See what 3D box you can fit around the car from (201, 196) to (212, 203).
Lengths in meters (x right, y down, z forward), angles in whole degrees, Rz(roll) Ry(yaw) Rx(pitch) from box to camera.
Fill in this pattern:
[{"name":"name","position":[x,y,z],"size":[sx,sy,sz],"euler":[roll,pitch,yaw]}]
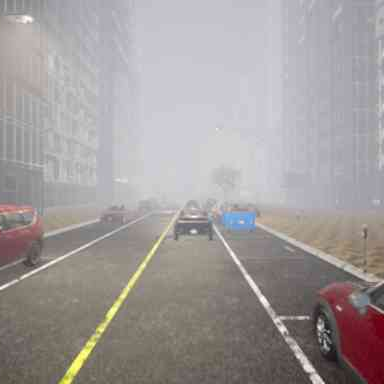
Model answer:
[{"name":"car","position":[2.638,1.590,47.558],"size":[1.967,1.590,4.097],"euler":[0,0,0]}]

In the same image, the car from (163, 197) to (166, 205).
[{"name":"car","position":[-5.749,1.721,53.086],"size":[2.008,1.369,4.403],"euler":[0,0,0]}]

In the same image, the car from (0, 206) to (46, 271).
[{"name":"car","position":[-5.695,1.346,8.773],"size":[2.192,1.841,5.009],"euler":[0,0,0]}]

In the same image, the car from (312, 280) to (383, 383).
[{"name":"car","position":[2.692,1.450,3.244],"size":[1.967,1.590,4.097],"euler":[0,0,0]}]

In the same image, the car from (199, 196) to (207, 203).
[{"name":"car","position":[2.598,1.798,80.793],"size":[1.887,1.381,4.507],"euler":[0,0,0]}]

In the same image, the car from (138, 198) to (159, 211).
[{"name":"car","position":[-5.736,1.680,42.008],"size":[1.887,1.381,4.507],"euler":[0,0,0]}]

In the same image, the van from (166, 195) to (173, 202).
[{"name":"van","position":[-5.788,1.615,86.322],"size":[1.690,1.788,3.998],"euler":[0,0,0]}]

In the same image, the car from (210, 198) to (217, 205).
[{"name":"car","position":[2.665,1.520,25.401],"size":[1.967,1.590,4.097],"euler":[0,0,0]}]

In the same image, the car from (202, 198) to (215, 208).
[{"name":"car","position":[2.631,1.693,53.266],"size":[1.752,1.417,4.829],"euler":[0,0,0]}]

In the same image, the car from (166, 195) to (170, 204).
[{"name":"car","position":[-5.763,1.750,64.164],"size":[1.887,1.381,4.507],"euler":[0,0,0]}]

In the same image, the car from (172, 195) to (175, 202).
[{"name":"car","position":[-5.782,1.782,80.612],"size":[1.752,1.417,4.829],"euler":[0,0,0]}]

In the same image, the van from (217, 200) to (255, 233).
[{"name":"van","position":[2.672,1.404,19.862],"size":[1.690,1.788,3.998],"euler":[0,0,0]}]

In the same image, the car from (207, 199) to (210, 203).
[{"name":"car","position":[2.658,1.624,31.110],"size":[1.752,1.417,4.829],"euler":[0,0,0]}]

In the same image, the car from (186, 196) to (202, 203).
[{"name":"car","position":[0.049,1.666,44.209],"size":[1.812,1.442,4.674],"euler":[0,0,0]}]

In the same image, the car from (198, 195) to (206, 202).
[{"name":"car","position":[2.592,1.711,86.332],"size":[1.967,1.590,4.097],"euler":[0,0,0]}]

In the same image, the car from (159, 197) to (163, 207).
[{"name":"car","position":[-5.742,1.593,47.547],"size":[1.967,1.590,4.097],"euler":[0,0,0]}]

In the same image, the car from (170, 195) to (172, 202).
[{"name":"car","position":[-5.769,1.662,69.704],"size":[1.967,1.590,4.097],"euler":[0,0,0]}]

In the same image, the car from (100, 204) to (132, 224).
[{"name":"car","position":[-5.716,1.628,25.390],"size":[1.887,1.381,4.507],"euler":[0,0,0]}]

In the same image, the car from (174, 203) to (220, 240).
[{"name":"car","position":[0.080,1.547,17.240],"size":[2.128,1.511,4.902],"euler":[0,0,0]}]
